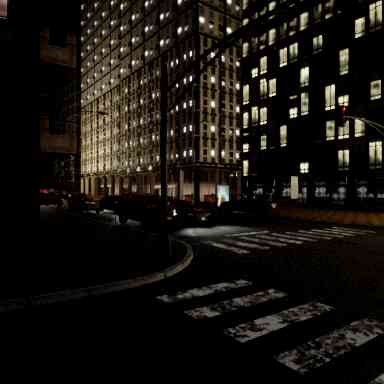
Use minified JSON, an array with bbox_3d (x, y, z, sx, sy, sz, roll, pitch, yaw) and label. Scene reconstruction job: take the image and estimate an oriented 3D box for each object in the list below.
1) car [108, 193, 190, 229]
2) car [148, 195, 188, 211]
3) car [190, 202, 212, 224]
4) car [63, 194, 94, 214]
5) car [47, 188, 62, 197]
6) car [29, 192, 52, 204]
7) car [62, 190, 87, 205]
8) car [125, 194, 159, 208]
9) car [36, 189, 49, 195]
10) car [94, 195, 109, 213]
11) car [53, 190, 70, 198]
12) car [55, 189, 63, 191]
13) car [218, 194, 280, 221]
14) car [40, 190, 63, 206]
[{"bbox_3d":[-2.644,1.008,19.275,2.192,1.841,5.009,2,0,-36],"label":"car"},{"bbox_3d":[-2.462,1.070,33.227,1.947,1.339,4.313,1,0,-36],"label":"car"},{"bbox_3d":[-0.721,1.220,21.001,1.812,1.442,4.674,0,1,-36],"label":"car"},{"bbox_3d":[-9.193,1.067,28.234,1.802,1.307,4.206,2,0,-36],"label":"car"},{"bbox_3d":[-28.628,0.099,69.066,1.967,1.590,4.097,1,0,-36],"label":"car"},{"bbox_3d":[-19.004,0.752,41.670,1.802,1.307,4.206,2,0,-36],"label":"car"},{"bbox_3d":[-12.404,0.813,37.018,2.128,1.511,4.902,0,1,-36],"label":"car"},{"bbox_3d":[-5.733,0.966,37.707,1.947,1.339,4.313,1,0,-36],"label":"car"},{"bbox_3d":[-35.173,-0.011,78.027,1.887,1.381,4.507,1,0,-36],"label":"car"},{"bbox_3d":[-6.506,0.988,28.924,1.882,1.535,5.008,0,1,-36],"label":"car"},{"bbox_3d":[-25.360,0.309,64.587,1.887,1.381,4.507,1,0,-36],"label":"car"},{"bbox_3d":[-19.482,0.509,52.121,2.128,1.511,4.902,0,1,-36],"label":"car"},{"bbox_3d":[4.087,1.027,24.266,2.192,1.841,5.009,1,0,-36],"label":"car"},{"bbox_3d":[-15.733,0.827,37.192,2.008,1.369,4.403,2,0,-36],"label":"car"}]
